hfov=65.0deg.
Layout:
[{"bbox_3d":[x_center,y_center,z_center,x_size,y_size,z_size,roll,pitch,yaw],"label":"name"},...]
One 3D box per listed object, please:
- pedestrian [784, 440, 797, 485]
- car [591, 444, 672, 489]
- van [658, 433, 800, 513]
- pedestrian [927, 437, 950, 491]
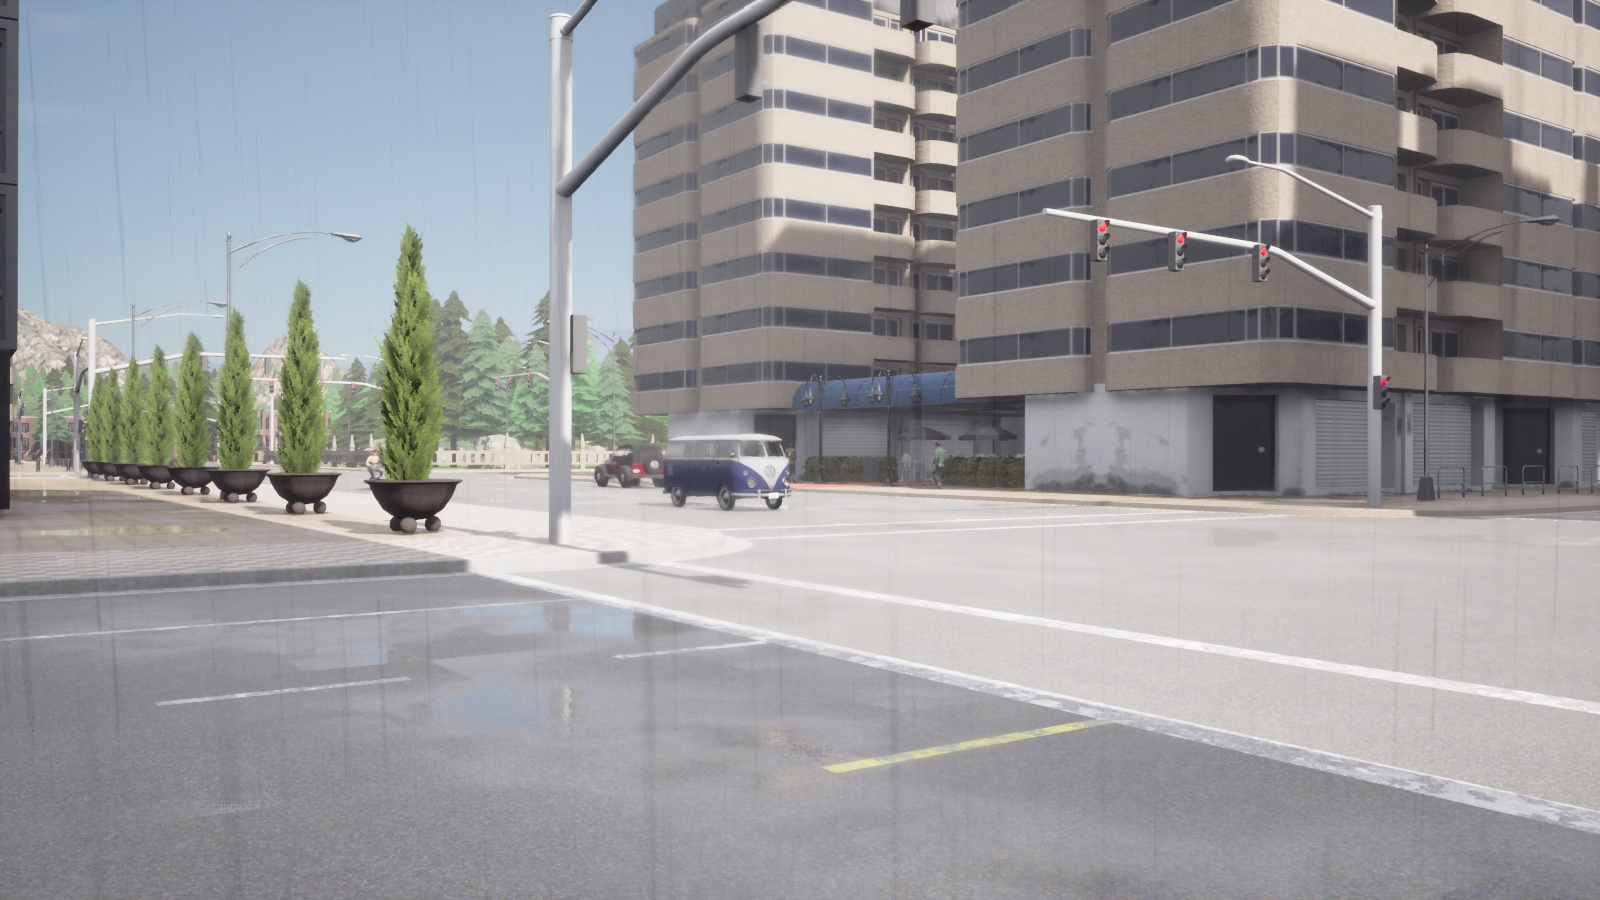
[{"bbox_3d":[-0.429,0.539,55.057,0.395,1.930,0.692,0,0,-15],"label":"pedestrian"},{"bbox_3d":[-7.240,0.688,53.731,1.905,1.878,3.866,0,0,-35],"label":"car"},{"bbox_3d":[-1.986,0.584,33.753,1.775,1.987,4.442,0,0,-35],"label":"van"},{"bbox_3d":[5.096,0.506,46.302,0.423,1.949,0.788,0,0,-37],"label":"pedestrian"}]
